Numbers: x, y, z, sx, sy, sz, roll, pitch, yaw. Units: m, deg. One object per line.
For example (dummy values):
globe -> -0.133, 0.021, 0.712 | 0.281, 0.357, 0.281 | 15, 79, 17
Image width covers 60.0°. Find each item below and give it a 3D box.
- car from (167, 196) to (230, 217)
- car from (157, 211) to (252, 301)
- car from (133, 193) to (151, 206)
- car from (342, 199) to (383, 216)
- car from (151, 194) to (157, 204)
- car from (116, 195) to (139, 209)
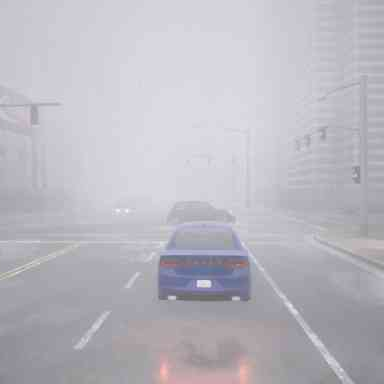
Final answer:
car -> 0.631, 1.350, 22.039 | 4.553, 1.767, 2.097 | 0, 0, 2
car -> 0.306, 1.477, 8.383 | 1.882, 1.535, 5.008 | 0, 0, 2
car -> -8.840, 1.216, 55.477 | 2.150, 2.045, 5.566 | 0, 0, 2
car -> 17.221, 1.502, 32.294 | 4.892, 1.490, 1.837 | 0, 0, 2
car -> -8.431, 1.541, 66.158 | 2.033, 1.411, 5.357 | 0, 0, 3
car -> -9.150, 1.559, 46.134 | 1.994, 1.385, 4.181 | 0, 0, 2
